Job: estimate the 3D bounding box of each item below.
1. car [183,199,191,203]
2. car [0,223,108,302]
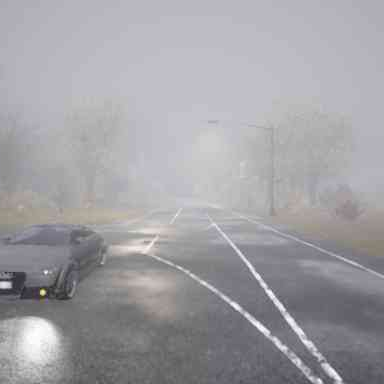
[{"bbox_3d":[-1.417,2.565,94.966,1.994,1.385,4.181,0,-1,4],"label":"car"},{"bbox_3d":[-3.460,1.483,8.135,1.994,1.385,4.181,1,1,0],"label":"car"}]
